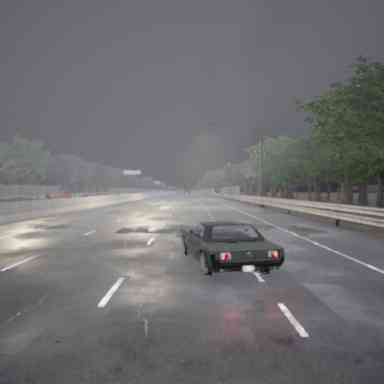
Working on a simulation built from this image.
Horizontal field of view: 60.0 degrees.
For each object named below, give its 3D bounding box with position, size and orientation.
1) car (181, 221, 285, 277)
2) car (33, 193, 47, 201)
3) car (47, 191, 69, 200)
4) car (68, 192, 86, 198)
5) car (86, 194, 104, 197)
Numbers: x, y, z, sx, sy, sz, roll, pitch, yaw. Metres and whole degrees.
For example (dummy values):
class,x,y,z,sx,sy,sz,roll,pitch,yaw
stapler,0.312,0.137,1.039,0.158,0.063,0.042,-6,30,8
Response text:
class,x,y,z,sx,sy,sz,roll,pitch,yaw
car,0.898,1.533,10.144,1.895,1.301,4.718,0,0,-12
car,-28.412,0.979,63.411,2.097,1.767,4.553,0,0,0
car,-24.914,0.849,63.398,2.150,2.045,5.566,0,0,0
car,-21.422,1.103,63.480,1.882,1.535,5.008,0,0,0
car,-17.926,1.127,63.526,2.128,1.511,4.902,0,0,0
